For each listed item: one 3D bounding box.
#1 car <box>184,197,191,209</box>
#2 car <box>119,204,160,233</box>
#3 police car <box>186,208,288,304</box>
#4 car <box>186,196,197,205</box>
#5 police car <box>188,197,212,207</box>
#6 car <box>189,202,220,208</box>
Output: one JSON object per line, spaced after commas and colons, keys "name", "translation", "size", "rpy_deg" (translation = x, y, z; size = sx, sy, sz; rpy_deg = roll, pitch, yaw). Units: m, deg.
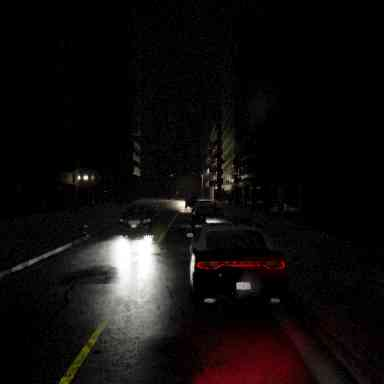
{"name": "car", "translation": [-0.030, 1.547, 46.229], "size": [1.837, 1.490, 4.892], "rpy_deg": [0, 0, 0]}
{"name": "car", "translation": [-3.019, 1.500, 19.729], "size": [2.128, 1.511, 4.902], "rpy_deg": [0, 0, 0]}
{"name": "police car", "translation": [0.892, 1.427, 8.359], "size": [1.930, 1.638, 5.238], "rpy_deg": [0, 0, 0]}
{"name": "car", "translation": [-0.053, 1.554, 59.832], "size": [1.882, 1.535, 5.008], "rpy_deg": [0, 0, 0]}
{"name": "police car", "translation": [0.878, 1.439, 24.360], "size": [1.930, 1.638, 5.238], "rpy_deg": [0, 0, 0]}
{"name": "car", "translation": [0.884, 1.513, 18.250], "size": [1.837, 1.490, 4.892], "rpy_deg": [0, 0, 0]}
